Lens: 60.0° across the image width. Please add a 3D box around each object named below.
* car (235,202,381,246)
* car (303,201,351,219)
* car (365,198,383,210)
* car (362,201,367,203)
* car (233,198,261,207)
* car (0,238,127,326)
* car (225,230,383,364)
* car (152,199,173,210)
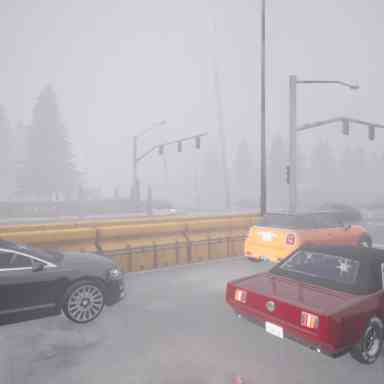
[{"bbox_3d":[3.885,1.352,10.829,4.553,1.767,2.097,0,0,-36],"label":"car"},{"bbox_3d":[12.165,1.564,29.903,4.181,1.385,1.994,0,0,-36],"label":"car"},{"bbox_3d":[22.821,1.526,42.054,4.674,1.442,1.812,0,0,-33],"label":"car"},{"bbox_3d":[10.618,1.564,24.494,4.181,1.385,1.994,0,0,-36],"label":"car"},{"bbox_3d":[7.660,1.547,44.819,2.033,1.411,5.357,0,0,-28],"label":"car"},{"bbox_3d":[-3.528,1.492,5.522,4.902,1.511,2.128,0,0,-36],"label":"car"},{"bbox_3d":[2.937,1.601,5.848,4.718,1.301,1.895,0,0,-36],"label":"car"},{"bbox_3d":[-4.243,1.564,43.989,1.994,1.385,4.181,0,0,-36],"label":"car"}]
